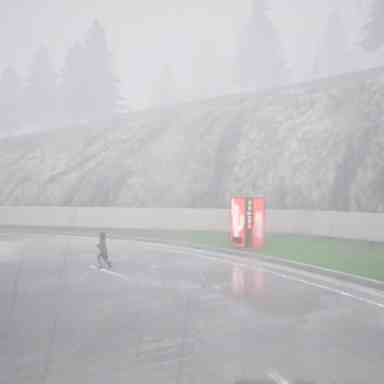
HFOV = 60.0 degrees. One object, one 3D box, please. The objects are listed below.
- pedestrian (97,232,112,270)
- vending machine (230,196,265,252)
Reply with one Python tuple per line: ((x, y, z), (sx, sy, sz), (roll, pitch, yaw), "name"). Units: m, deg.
((-2.508, 1.682, 9.539), (0.500, 1.100, 0.500), (0, 0, -45), "pedestrian")
((2.180, 1.195, 13.058), (1.100, 2.100, 0.880), (0, 0, -43), "vending machine")
